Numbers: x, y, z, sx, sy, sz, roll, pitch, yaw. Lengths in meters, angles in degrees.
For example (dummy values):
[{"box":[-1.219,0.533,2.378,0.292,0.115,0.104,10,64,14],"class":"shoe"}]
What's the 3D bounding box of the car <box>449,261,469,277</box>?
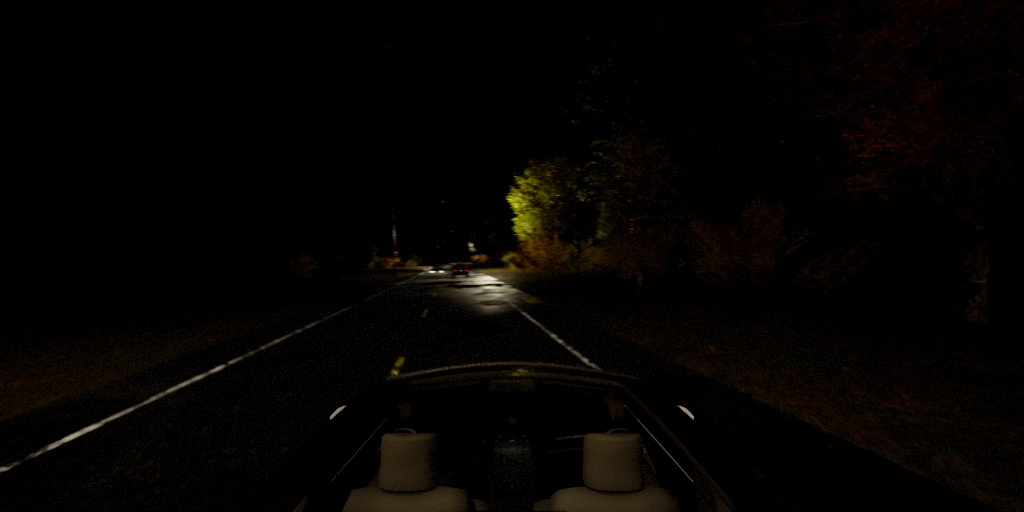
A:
[{"box":[-5.888,1.639,40.945,2.033,1.411,5.357,-2,0,-9],"class":"car"}]
